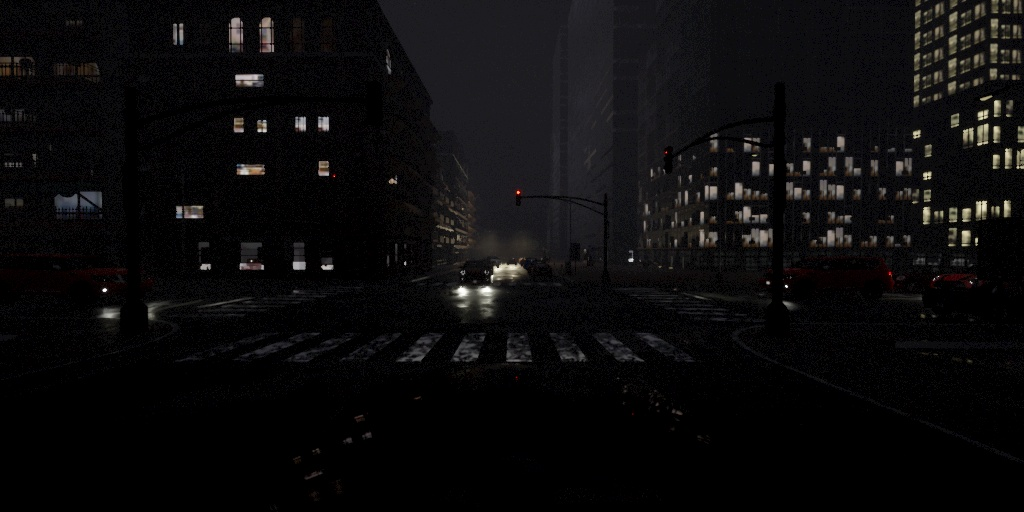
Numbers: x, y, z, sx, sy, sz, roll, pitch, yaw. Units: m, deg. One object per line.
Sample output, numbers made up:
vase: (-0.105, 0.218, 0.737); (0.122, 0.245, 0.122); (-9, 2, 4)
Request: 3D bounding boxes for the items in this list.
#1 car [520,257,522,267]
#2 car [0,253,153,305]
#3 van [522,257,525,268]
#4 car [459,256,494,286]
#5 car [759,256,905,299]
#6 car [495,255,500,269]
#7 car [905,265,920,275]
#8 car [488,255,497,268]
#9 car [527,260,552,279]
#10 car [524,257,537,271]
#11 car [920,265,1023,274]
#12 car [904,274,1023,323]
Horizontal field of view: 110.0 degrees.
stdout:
car: (2.621, 1.240, 55.040); (1.888, 1.381, 4.507); (0, 0, 0)
car: (-18.849, 0.911, 15.324); (5.566, 2.045, 2.150); (0, 1, 1)
van: (2.625, 1.045, 49.394); (1.690, 1.789, 3.998); (0, 0, 0)
car: (-2.680, 1.086, 25.473); (2.097, 1.767, 4.553); (0, 0, -7)
car: (15.703, 1.020, 18.077); (5.566, 2.045, 2.150); (0, 1, 1)
car: (-3.121, 0.915, 56.517); (2.150, 2.045, 5.566); (0, 0, 0)
car: (23.361, 1.230, 20.711); (4.097, 1.591, 1.967); (0, 0, 1)
car: (-3.120, 1.071, 39.755); (2.097, 1.767, 4.553); (0, 0, 0)
car: (2.636, 1.272, 32.457); (1.888, 1.381, 4.507); (0, 0, 0)
car: (2.633, 1.159, 38.102); (1.967, 1.591, 4.097); (0, 0, 0)
car: (24.095, 1.189, 17.967); (4.553, 1.767, 2.097); (0, 1, 1)
car: (16.708, 1.445, 12.159); (4.403, 1.370, 2.007); (0, 0, 1)
